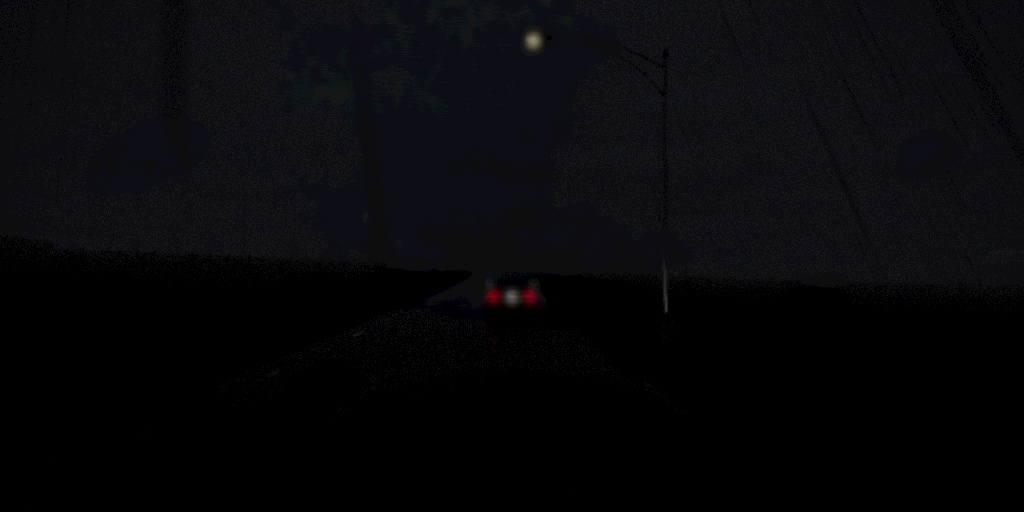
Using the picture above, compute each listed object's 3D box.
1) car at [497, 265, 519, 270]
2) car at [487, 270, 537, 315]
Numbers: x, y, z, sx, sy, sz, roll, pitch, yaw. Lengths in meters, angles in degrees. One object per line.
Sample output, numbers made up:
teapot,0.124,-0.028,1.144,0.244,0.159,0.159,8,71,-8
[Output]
car,0.002,1.681,30.350,1.994,1.385,4.181,0,-1,1
car,0.001,1.447,14.419,2.033,1.411,5.357,0,-1,0
